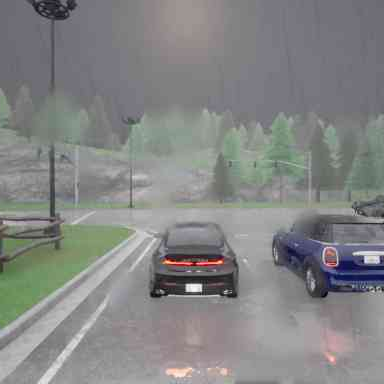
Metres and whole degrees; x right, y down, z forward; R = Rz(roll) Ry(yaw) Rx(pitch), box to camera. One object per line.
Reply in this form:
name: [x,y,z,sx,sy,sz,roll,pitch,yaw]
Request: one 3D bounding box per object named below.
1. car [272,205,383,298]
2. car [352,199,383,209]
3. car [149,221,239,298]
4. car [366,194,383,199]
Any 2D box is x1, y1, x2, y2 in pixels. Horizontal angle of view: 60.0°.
car: [3.552,1.352,8.667,2.097,1.767,4.553,0,0,0]
car: [16.299,1.564,28.398,4.181,1.385,1.994,0,0,-5]
car: [0.051,1.505,8.502,1.837,1.490,4.892,0,0,0]
car: [20.189,1.224,35.705,5.566,2.045,2.150,0,0,-3]
